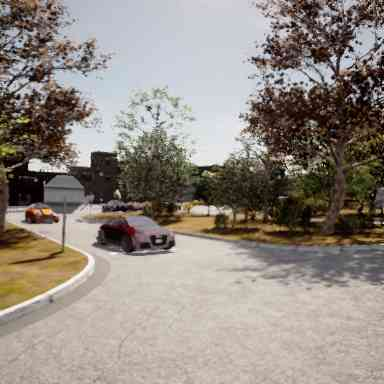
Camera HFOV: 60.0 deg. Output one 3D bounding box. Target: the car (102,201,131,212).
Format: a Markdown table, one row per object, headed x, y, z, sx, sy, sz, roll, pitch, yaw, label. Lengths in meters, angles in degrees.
| x | y | z | sx | sy | sz | roll | pitch | yaw | label |
| --- | --- | --- | --- | --- | --- | --- | --- | --- | --- |
| -10.708 | 1.972 | 45.829 | 2.185 | 1.767 | 4.553 | 0 | 0 | -35 | car |

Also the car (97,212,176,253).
| x | y | z | sx | sy | sz | roll | pitch | yaw | label |
| --- | --- | --- | --- | --- | --- | --- | --- | --- | --- |
| -2.478 | 1.723 | 14.350 | 1.994 | 1.385 | 4.181 | 3 | -3 | -38 | car |

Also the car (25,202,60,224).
| x | y | z | sx | sy | sz | roll | pitch | yaw | label |
| --- | --- | --- | --- | --- | --- | --- | --- | --- | --- |
| -12.971 | 1.746 | 28.847 | 2.097 | 1.767 | 4.553 | 3 | -2 | -35 | car |

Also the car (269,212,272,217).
| x | y | z | sx | sy | sz | roll | pitch | yaw | label |
| --- | --- | --- | --- | --- | --- | --- | --- | --- | --- |
| 10.391 | 2.244 | 35.804 | 1.895 | 1.301 | 4.718 | 3 | -3 | -35 | car |

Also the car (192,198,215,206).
| x | y | z | sx | sy | sz | roll | pitch | yaw | label |
| --- | --- | --- | --- | --- | --- | --- | --- | --- | --- |
| 2.007 | 2.104 | 70.315 | 1.946 | 1.575 | 5.366 | 1 | 0 | -36 | car |

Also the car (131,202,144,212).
| x | y | z | sx | sy | sz | roll | pitch | yaw | label |
| --- | --- | --- | --- | --- | --- | --- | --- | --- | --- |
| -8.159 | 2.121 | 47.716 | 2.002 | 1.452 | 4.674 | 0 | 0 | -36 | car |
